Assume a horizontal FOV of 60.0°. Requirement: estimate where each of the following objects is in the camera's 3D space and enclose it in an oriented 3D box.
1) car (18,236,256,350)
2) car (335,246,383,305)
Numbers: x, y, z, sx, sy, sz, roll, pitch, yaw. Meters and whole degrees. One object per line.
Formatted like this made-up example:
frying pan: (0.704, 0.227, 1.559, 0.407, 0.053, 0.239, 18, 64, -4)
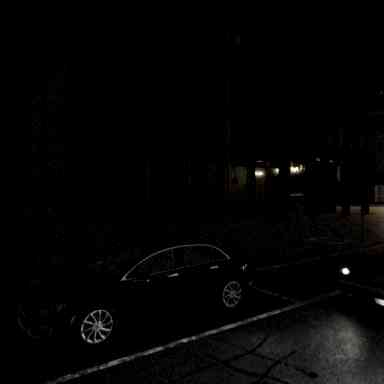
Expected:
car: (-0.740, 1.550, 6.139, 4.403, 1.369, 2.008, 0, 0, -36)
car: (5.101, 1.600, 7.028, 4.718, 1.301, 1.895, 0, 0, -36)
